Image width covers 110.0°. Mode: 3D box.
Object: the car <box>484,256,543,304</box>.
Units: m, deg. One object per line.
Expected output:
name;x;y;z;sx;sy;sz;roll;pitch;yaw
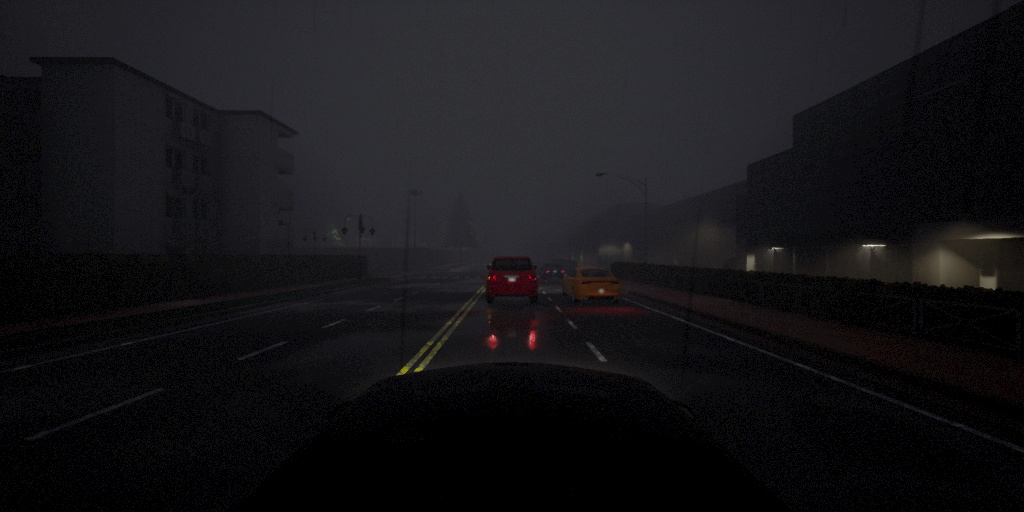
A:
car;0.000;1.007;16.530;2.150;2.045;5.566;0;0;0

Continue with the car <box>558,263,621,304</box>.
car;3.500;1.234;16.500;1.882;1.535;5.008;0;0;0

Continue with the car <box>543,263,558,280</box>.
car;3.500;1.312;31.500;2.033;1.411;5.357;0;0;0
